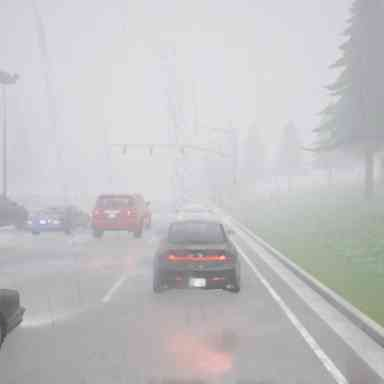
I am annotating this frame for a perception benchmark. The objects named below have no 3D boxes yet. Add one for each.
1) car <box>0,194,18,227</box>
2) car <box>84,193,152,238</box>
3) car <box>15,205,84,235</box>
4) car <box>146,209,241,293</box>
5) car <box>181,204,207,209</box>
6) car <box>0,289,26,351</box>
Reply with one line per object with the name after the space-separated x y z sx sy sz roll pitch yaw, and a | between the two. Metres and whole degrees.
-10.394 1.067 16.659 2.150 2.045 5.566 0 1 0 | car
-3.393 1.065 16.819 2.150 2.045 5.566 0 1 0 | car
-6.861 1.384 17.554 2.033 1.411 5.357 0 1 -3 | car
0.103 1.423 8.629 1.837 1.490 4.892 0 0 0 | car
0.106 1.361 17.706 1.812 1.442 4.674 0 1 0 | car
-3.402 1.523 2.482 2.033 1.411 5.357 0 1 0 | car
